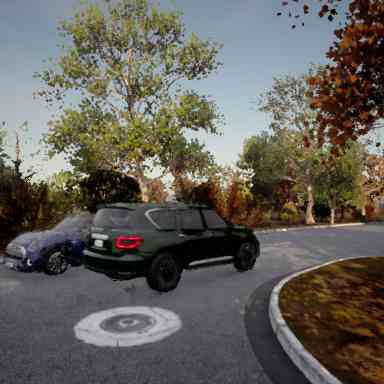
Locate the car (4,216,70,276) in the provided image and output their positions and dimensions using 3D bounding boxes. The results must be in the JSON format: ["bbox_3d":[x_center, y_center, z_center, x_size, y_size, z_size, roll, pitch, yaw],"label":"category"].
[{"bbox_3d":[-3.568,1.520,11.038,2.097,1.767,4.553,-1,-3,43],"label":"car"}]

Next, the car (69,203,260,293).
[{"bbox_3d":[-0.277,1.347,9.477,2.150,2.045,5.566,-2,-3,43],"label":"car"}]
